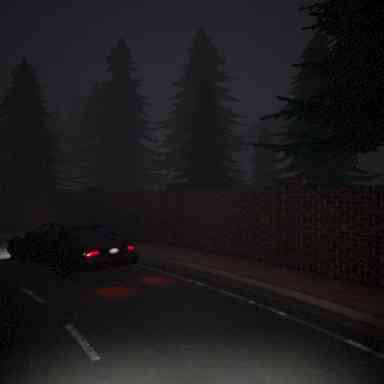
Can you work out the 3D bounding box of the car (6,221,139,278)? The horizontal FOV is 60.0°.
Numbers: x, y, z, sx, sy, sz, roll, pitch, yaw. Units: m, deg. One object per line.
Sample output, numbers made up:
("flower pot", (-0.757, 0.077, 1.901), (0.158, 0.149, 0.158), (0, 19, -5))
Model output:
("car", (-3.980, 1.634, 10.551), (5.357, 1.411, 2.033), (0, -1, 41))
